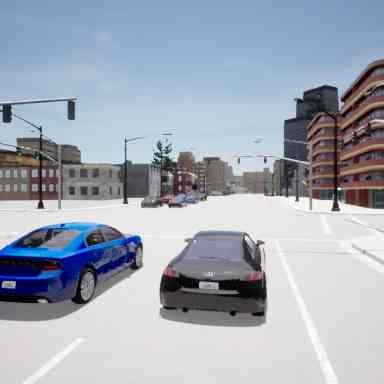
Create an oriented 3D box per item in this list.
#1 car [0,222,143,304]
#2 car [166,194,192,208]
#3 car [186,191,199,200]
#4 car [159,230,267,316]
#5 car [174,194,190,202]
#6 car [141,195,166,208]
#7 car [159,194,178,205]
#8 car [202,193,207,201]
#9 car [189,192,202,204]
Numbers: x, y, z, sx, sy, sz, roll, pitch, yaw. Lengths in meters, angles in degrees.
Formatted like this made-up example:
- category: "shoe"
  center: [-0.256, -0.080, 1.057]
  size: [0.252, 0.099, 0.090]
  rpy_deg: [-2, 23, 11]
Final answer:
- category: "car"
  center: [-2.748, 1.478, 8.283]
  size: [1.882, 1.535, 5.008]
  rpy_deg: [0, 0, 11]
- category: "car"
  center: [-1.925, 1.409, 46.886]
  size: [2.033, 1.411, 5.357]
  rpy_deg: [0, 1, 11]
- category: "car"
  center: [0.048, 0.751, 74.930]
  size: [2.097, 1.767, 4.553]
  rpy_deg: [0, 1, 11]
- category: "car"
  center: [0.689, 1.564, 7.637]
  size: [1.994, 1.385, 4.181]
  rpy_deg: [0, 0, 12]
- category: "car"
  center: [-1.895, 1.124, 65.125]
  size: [2.033, 1.411, 5.357]
  rpy_deg: [0, 1, 11]
- category: "car"
  center: [-5.561, 1.230, 46.508]
  size: [2.097, 1.767, 4.553]
  rpy_deg: [0, 1, 11]
- category: "car"
  center: [-3.800, 1.226, 55.474]
  size: [1.882, 1.535, 5.008]
  rpy_deg: [0, 1, 11]
- category: "car"
  center: [1.867, 1.052, 66.114]
  size: [1.837, 1.490, 4.892]
  rpy_deg: [0, 1, 12]
- category: "car"
  center: [-0.091, 1.249, 56.291]
  size: [1.812, 1.442, 4.674]
  rpy_deg: [0, 1, 11]
